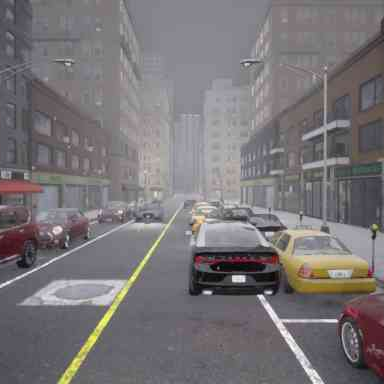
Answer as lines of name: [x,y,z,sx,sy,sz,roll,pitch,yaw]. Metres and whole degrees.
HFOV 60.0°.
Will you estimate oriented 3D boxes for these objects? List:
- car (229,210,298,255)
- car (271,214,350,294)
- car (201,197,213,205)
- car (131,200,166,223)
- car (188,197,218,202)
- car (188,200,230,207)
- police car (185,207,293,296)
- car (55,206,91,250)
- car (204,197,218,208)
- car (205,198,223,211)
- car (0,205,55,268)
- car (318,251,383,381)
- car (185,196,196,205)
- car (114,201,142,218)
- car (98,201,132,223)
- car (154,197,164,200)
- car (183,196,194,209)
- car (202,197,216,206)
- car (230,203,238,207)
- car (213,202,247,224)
car: [2.803,1.561,14.077,1.947,1.339,4.313,-1,0,0]
car: [2.824,1.523,8.661,1.752,1.417,4.829,-1,0,0]
car: [2.626,1.543,58.764,1.802,1.307,4.206,-1,0,0]
car: [-3.105,1.554,25.549,1.994,1.385,4.181,0,0,0]
car: [0.798,1.446,24.901,1.801,1.575,5.366,0,0,0]
car: [0.824,1.449,18.900,1.801,1.575,5.366,0,0,0]
police car: [0.866,1.423,8.820,1.930,1.638,5.238,0,0,0]
car: [-5.733,1.435,14.041,1.967,1.590,4.097,-1,0,0]
car: [2.669,1.498,47.762,1.752,1.417,4.829,-1,0,0]
car: [2.692,1.529,42.006,2.008,1.369,4.403,-1,0,0]
car: [-5.711,1.312,8.456,2.192,1.841,5.009,-1,0,0]
car: [2.848,1.581,2.905,1.802,1.307,4.206,-1,0,0]
car: [-0.246,1.438,59.355,1.882,1.535,5.008,0,0,0]
car: [-5.802,1.569,30.798,1.802,1.307,4.206,-1,0,0]
car: [-5.780,1.430,25.212,1.967,1.590,4.097,-1,0,0]
car: [-5.919,1.506,58.727,1.887,1.381,4.507,-1,0,0]
car: [-0.176,1.480,45.612,1.837,1.490,4.892,0,0,0]
car: [2.648,1.533,53.178,1.947,1.339,4.313,-1,0,0]
car: [2.781,1.559,19.663,1.947,1.339,4.313,-1,0,0]
car: [2.759,1.541,25.249,2.008,1.369,4.403,-1,0,0]
